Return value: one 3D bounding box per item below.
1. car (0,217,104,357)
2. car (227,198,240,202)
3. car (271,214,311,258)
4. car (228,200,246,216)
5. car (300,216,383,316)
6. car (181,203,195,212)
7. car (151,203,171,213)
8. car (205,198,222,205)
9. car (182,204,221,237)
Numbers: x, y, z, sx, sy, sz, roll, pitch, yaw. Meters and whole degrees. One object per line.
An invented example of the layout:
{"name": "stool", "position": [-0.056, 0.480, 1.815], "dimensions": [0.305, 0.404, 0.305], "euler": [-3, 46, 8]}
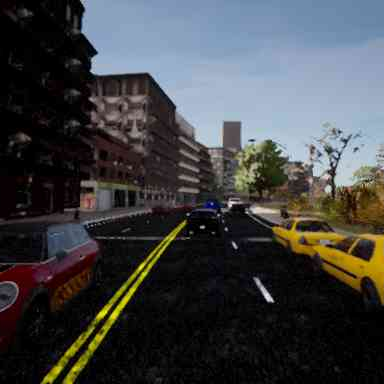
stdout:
{"name": "car", "position": [-3.248, 1.392, 6.284], "dimensions": [2.097, 1.767, 4.553], "euler": [1, -1, 1]}
{"name": "car", "position": [6.872, 1.992, 53.238], "dimensions": [2.150, 2.045, 5.566], "euler": [0, -1, 8]}
{"name": "car", "position": [4.500, 1.669, 13.637], "dimensions": [1.801, 1.575, 5.366], "euler": [1, -1, 2]}
{"name": "car", "position": [5.429, 2.068, 39.808], "dimensions": [1.837, 1.490, 4.892], "euler": [1, 0, 6]}
{"name": "car", "position": [4.318, 1.596, 7.722], "dimensions": [1.801, 1.575, 5.366], "euler": [1, -1, 1]}
{"name": "car", "position": [-0.412, 2.210, 47.543], "dimensions": [1.895, 1.301, 4.718], "euler": [0, -1, 7]}
{"name": "car", "position": [-4.050, 2.126, 44.367], "dimensions": [1.895, 1.301, 4.718], "euler": [1, -1, 6]}
{"name": "car", "position": [3.031, 1.870, 47.693], "dimensions": [2.150, 2.045, 5.566], "euler": [0, -1, 7]}
{"name": "car", "position": [0.681, 1.726, 19.969], "dimensions": [1.882, 1.535, 5.008], "euler": [0, -1, 3]}
